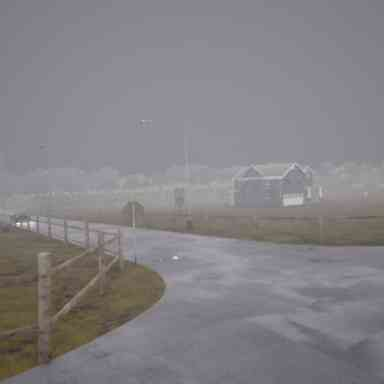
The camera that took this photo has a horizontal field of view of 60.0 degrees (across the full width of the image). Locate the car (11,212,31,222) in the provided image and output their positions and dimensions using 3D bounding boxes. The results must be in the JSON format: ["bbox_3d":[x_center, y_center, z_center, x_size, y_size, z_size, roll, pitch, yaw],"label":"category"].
[{"bbox_3d":[-23.786,3.446,46.256,1.895,1.301,4.718,-3,0,-35],"label":"car"}]
